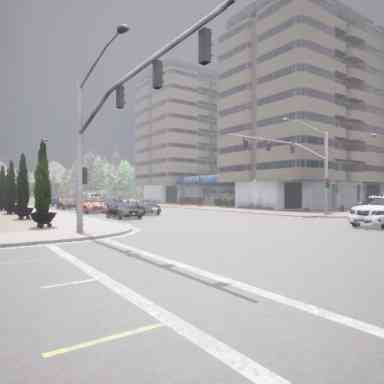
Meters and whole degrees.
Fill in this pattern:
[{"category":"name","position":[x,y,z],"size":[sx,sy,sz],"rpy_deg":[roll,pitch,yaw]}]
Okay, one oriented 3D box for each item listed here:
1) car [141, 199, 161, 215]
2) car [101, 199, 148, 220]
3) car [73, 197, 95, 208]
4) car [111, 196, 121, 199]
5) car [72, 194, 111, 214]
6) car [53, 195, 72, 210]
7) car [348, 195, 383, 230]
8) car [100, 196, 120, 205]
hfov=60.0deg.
[{"category":"car","position":[-4.830,1.492,32.982],"size":[2.128,1.511,4.902],"rpy_deg":[0,0,-35]},{"category":"car","position":[-5.806,1.564,28.258],"size":[1.994,1.385,4.181],"rpy_deg":[0,0,-35]},{"category":"car","position":[-15.962,1.505,49.033],"size":[1.837,1.490,4.892],"rpy_deg":[0,0,-34]},{"category":"car","position":[-10.075,1.505,40.538],"size":[1.837,1.490,4.892],"rpy_deg":[0,0,-35]},{"category":"car","position":[-10.763,1.352,35.391],"size":[2.097,1.767,4.553],"rpy_deg":[0,0,-35]},{"category":"car","position":[-16.403,1.526,43.524],"size":[1.812,1.442,4.674],"rpy_deg":[0,0,-35]},{"category":"car","position":[12.329,1.220,21.327],"size":[5.566,2.045,2.150],"rpy_deg":[0,0,-35]},{"category":"car","position":[-14.796,1.504,59.940],"size":[1.837,1.490,4.892],"rpy_deg":[0,0,-35]}]
